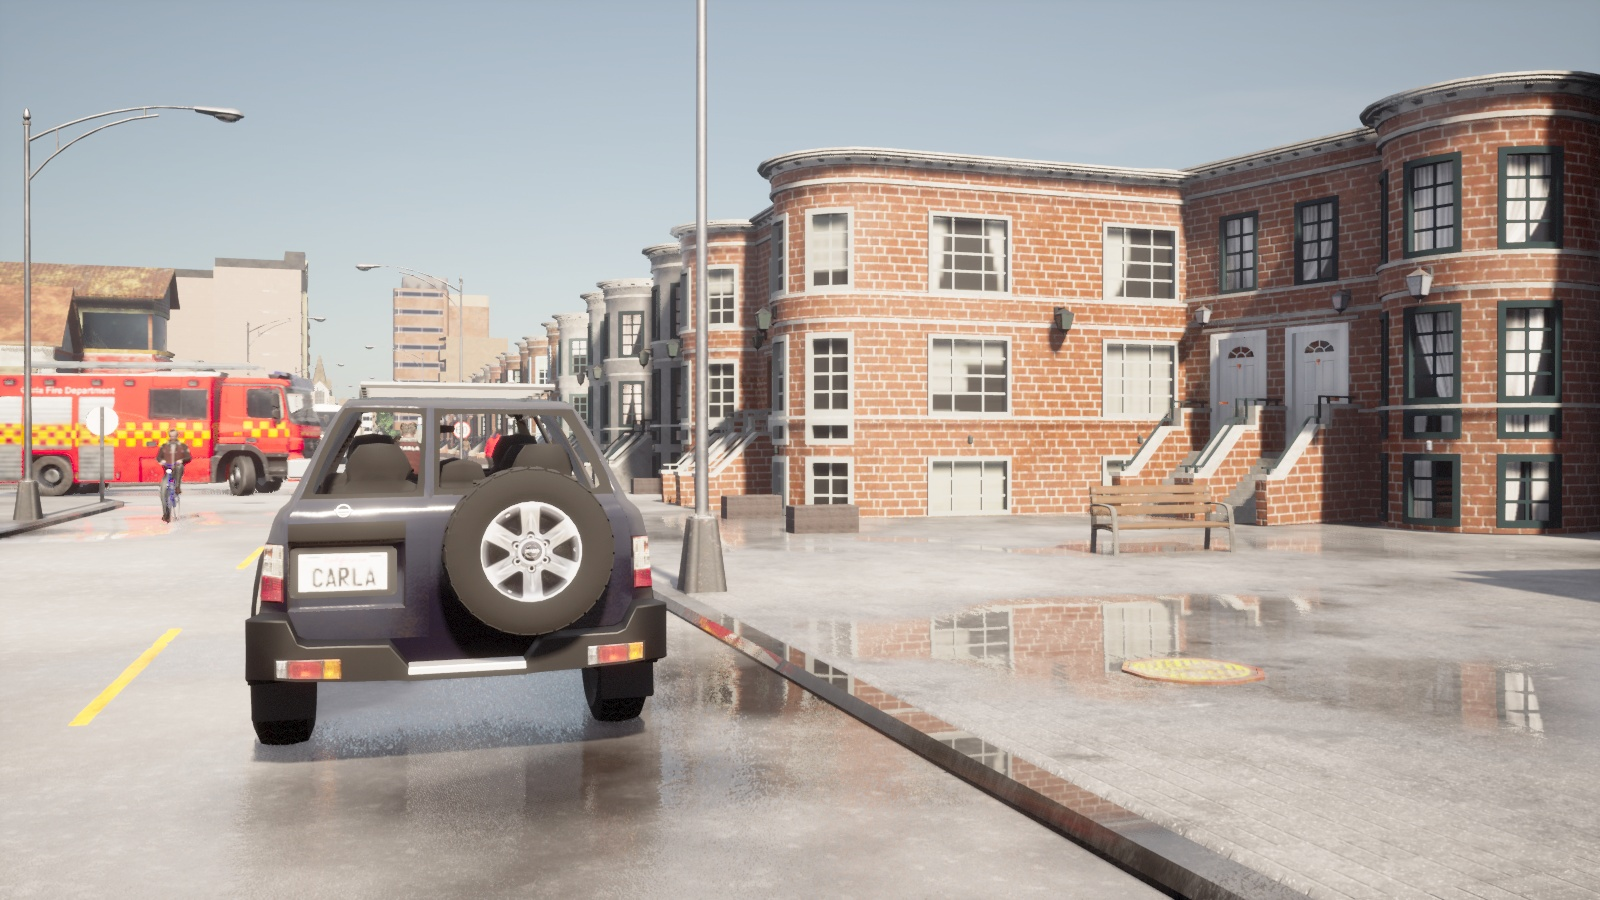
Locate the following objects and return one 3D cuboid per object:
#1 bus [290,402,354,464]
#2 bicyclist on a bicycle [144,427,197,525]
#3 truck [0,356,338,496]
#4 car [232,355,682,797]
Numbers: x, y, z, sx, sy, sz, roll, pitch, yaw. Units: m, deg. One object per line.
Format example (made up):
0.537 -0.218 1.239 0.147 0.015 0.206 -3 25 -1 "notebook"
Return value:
-34.483 -1.183 90.964 3.944 4.253 10.273 0 0 -19 "bus"
-11.816 0.468 23.604 0.659 1.776 1.843 0 0 -19 "bicyclist on a bicycle"
-18.045 -0.646 36.160 8.468 3.827 2.891 0 0 -6 "truck"
-2.209 0.516 7.759 1.932 1.855 4.605 0 0 -19 "car"
